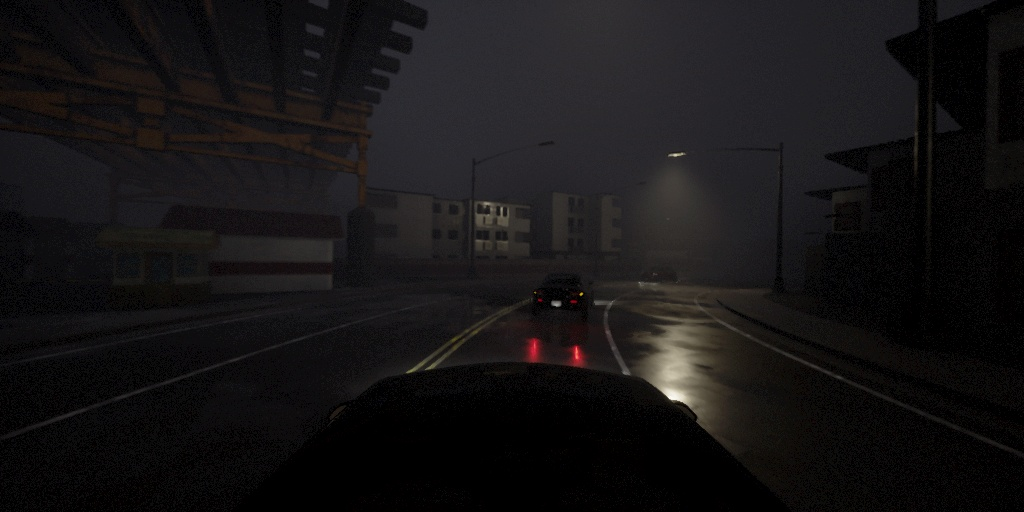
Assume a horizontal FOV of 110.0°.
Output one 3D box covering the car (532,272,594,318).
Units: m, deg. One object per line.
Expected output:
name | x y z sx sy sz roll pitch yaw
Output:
car | 1.956 1.304 13.120 1.812 1.442 4.674 1 0 15

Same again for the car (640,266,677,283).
car | 15.854 1.911 38.769 4.553 1.767 2.097 2 -1 -36
